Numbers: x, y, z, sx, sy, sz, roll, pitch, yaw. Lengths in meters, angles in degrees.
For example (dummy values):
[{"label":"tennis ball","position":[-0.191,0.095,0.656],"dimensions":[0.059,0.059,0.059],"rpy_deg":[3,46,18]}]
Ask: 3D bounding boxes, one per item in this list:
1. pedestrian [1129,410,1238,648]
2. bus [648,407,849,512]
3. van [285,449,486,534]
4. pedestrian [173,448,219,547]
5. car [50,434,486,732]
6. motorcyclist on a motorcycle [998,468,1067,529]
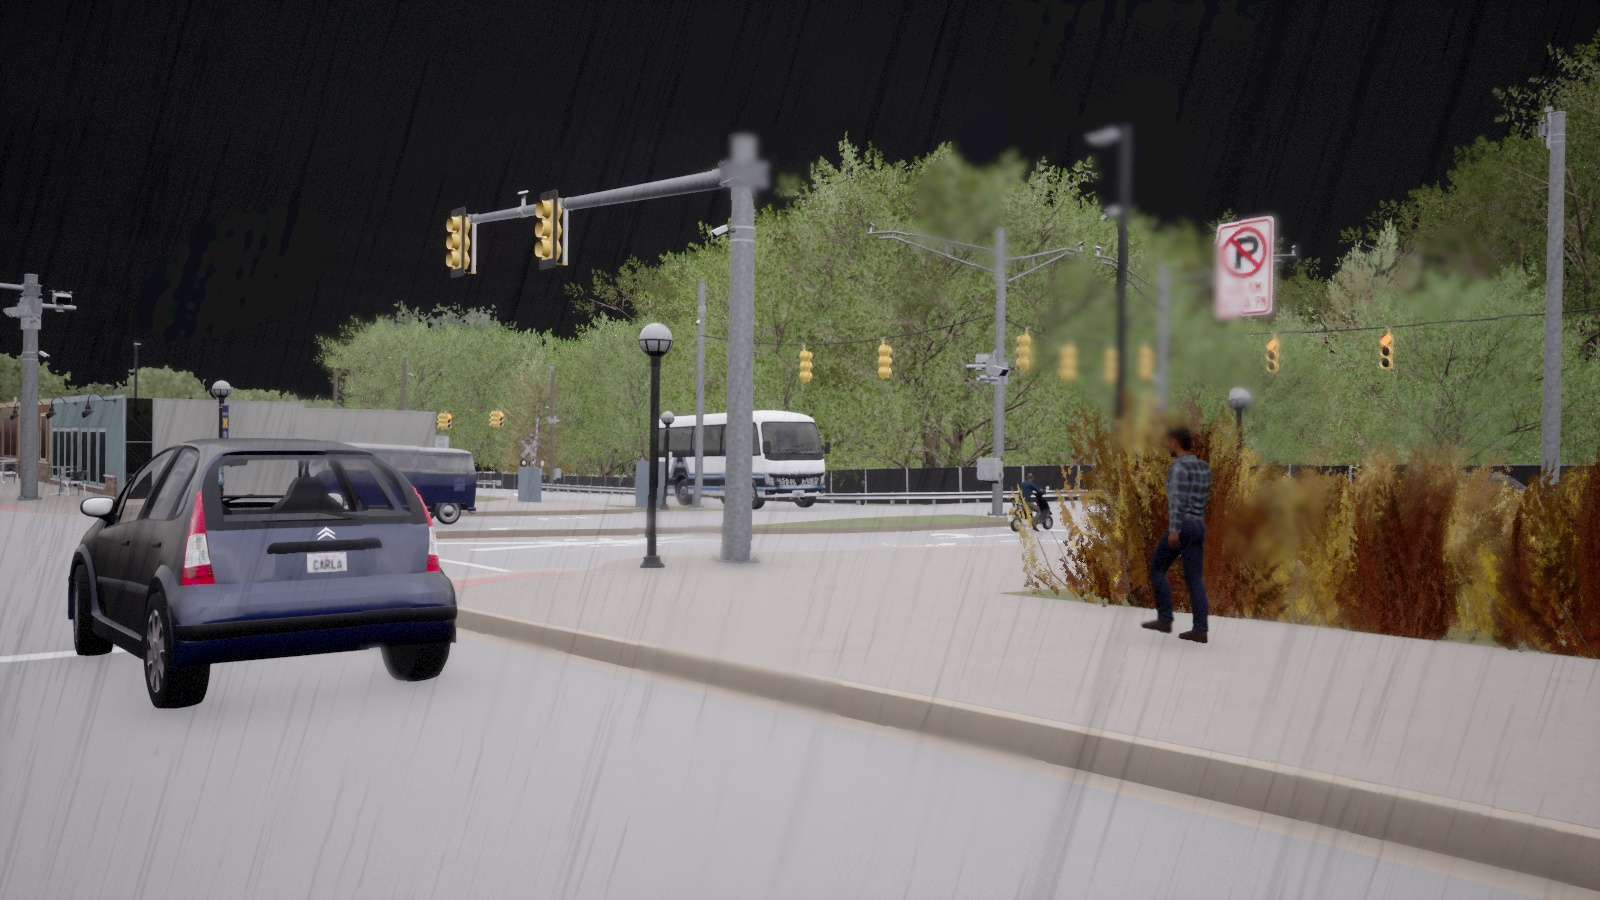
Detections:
[{"label":"pedestrian","position":[3.260,0.644,10.707],"dimensions":[0.423,1.949,0.788],"rpy_deg":[-1,1,-38]},{"label":"bus","position":[-2.557,0.479,56.288],"dimensions":[3.944,4.253,10.273],"rpy_deg":[-1,-1,-35]},{"label":"van","position":[-10.428,1.056,31.788],"dimensions":[4.442,1.987,1.775],"rpy_deg":[2,-2,-41]},{"label":"pedestrian","position":[-12.303,0.946,25.575],"dimensions":[0.659,1.952,0.873],"rpy_deg":[-1,1,-37]},{"label":"car","position":[-3.969,0.761,8.959],"dimensions":[1.851,1.617,3.988],"rpy_deg":[-1,-1,-38]},{"label":"motorcyclist on a motorcycle","position":[6.381,1.320,34.445],"dimensions":[1.817,1.590,0.866],"rpy_deg":[-1,0,-39]}]
